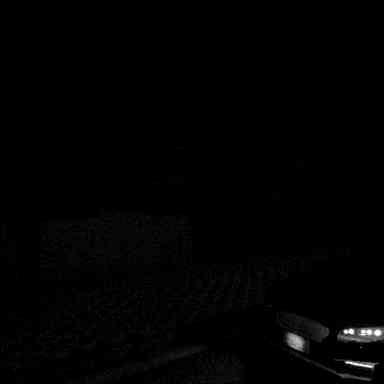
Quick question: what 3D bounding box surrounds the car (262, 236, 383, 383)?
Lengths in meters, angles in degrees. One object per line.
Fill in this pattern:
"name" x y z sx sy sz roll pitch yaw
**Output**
"car" 3.227 1.527 5.364 4.902 1.511 2.128 0 0 -35
